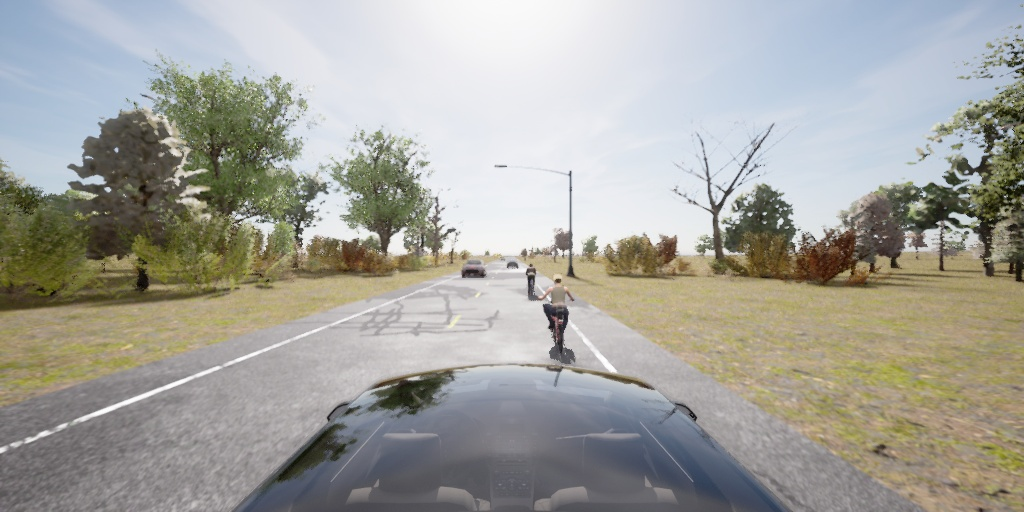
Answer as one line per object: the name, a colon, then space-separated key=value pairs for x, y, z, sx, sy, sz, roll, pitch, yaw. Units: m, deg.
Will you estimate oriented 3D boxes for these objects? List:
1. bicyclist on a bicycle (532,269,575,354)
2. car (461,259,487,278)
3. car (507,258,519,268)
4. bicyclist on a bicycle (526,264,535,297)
bicyclist on a bicycle: x=0.978 y=1.188 z=7.807 sx=0.866 sy=1.612 sz=1.509 roll=0 pitch=0 yaw=0
car: x=-3.601 y=1.105 z=34.475 sx=2.097 sy=1.767 sz=4.553 roll=0 pitch=0 yaw=0
car: x=0.093 y=1.275 z=61.384 sx=1.812 sy=1.442 sz=4.674 roll=0 pitch=0 yaw=0
bicyclist on a bicycle: x=0.961 y=1.206 z=17.904 sx=0.582 sy=1.620 sz=1.656 roll=0 pitch=0 yaw=0
